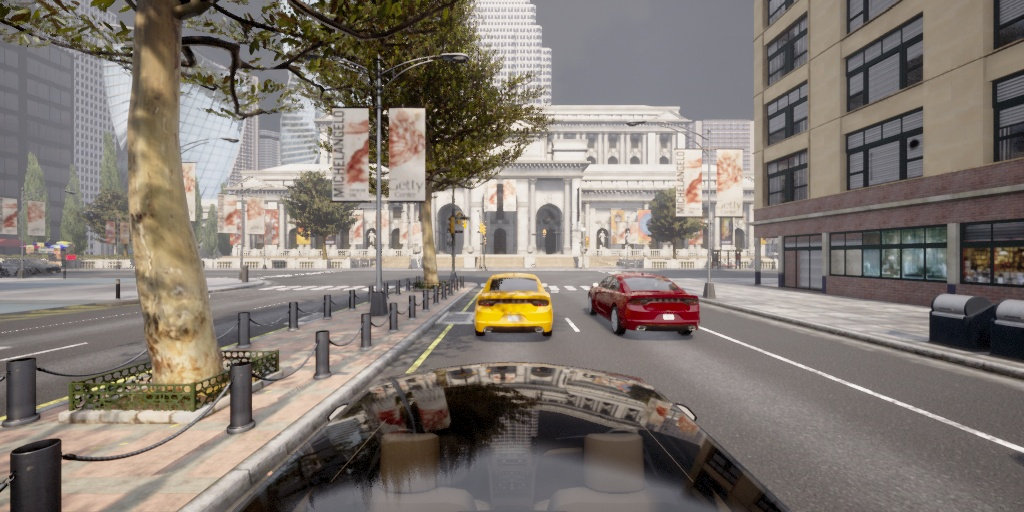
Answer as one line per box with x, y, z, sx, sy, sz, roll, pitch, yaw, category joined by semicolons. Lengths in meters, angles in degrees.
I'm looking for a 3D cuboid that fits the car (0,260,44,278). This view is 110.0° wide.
-48.022;1.314;33.919;4.181;1.385;1.994;0;0;-3;car

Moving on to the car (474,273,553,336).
0.056;1.228;10.403;1.882;1.535;5.008;0;0;1;car

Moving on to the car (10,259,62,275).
-50.090;1.101;37.289;4.553;1.767;2.097;0;0;-4;car

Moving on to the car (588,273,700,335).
3.558;1.228;10.582;1.882;1.535;5.008;0;0;0;car
